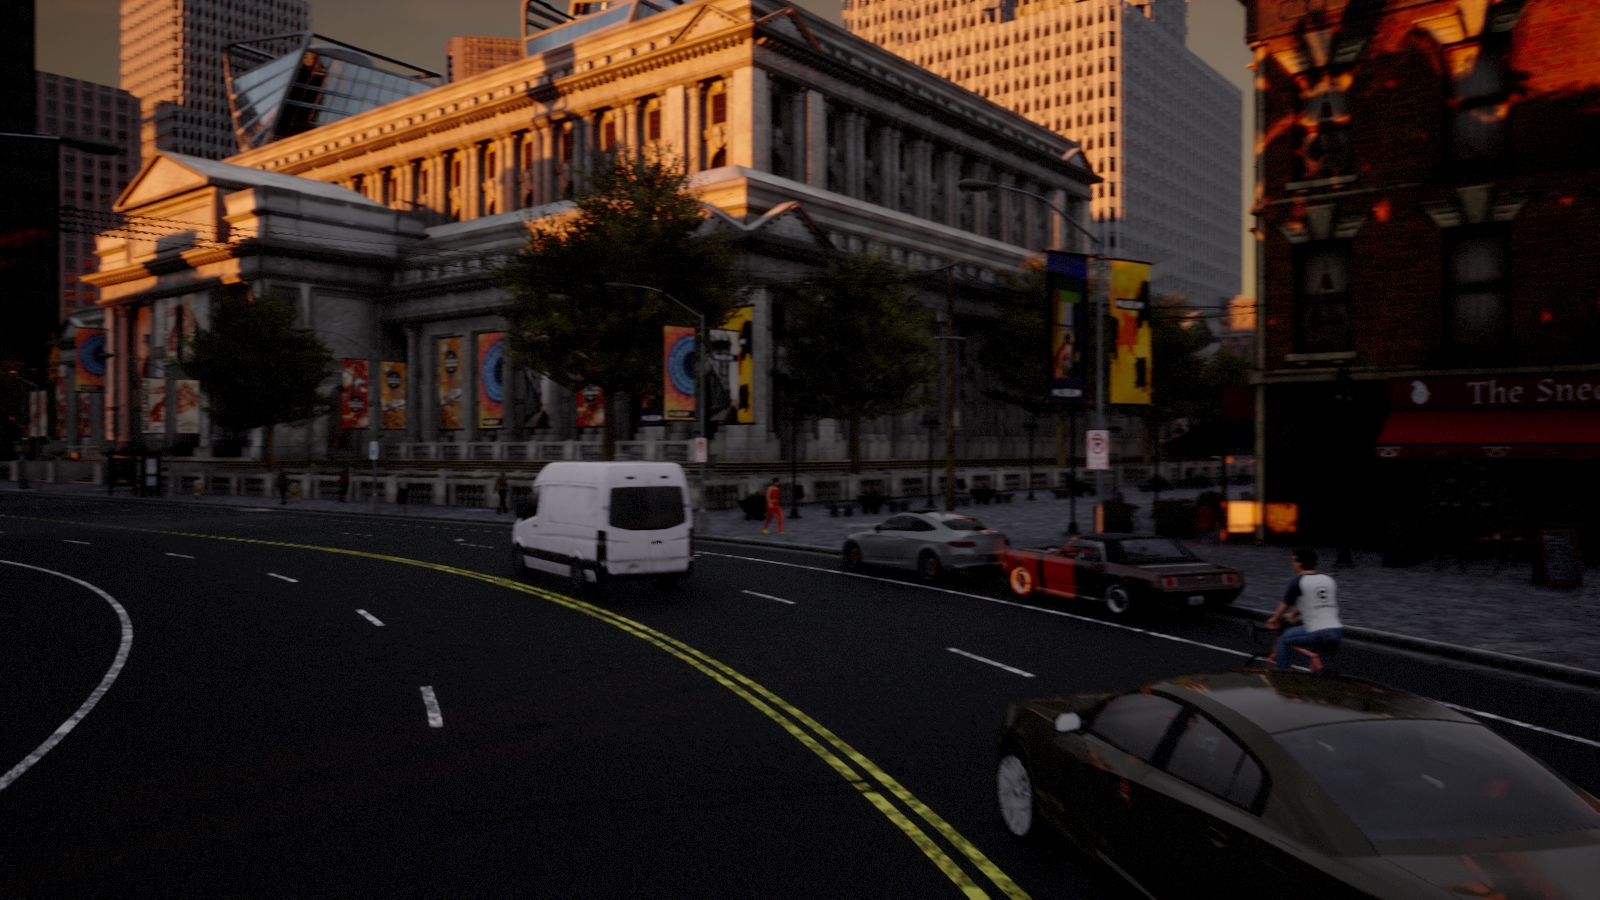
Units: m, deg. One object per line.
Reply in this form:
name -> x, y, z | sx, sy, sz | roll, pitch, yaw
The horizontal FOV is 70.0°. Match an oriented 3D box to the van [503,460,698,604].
van -> -4.345, 1.524, 23.880 | 1.988, 2.561, 5.915 | 0, 0, -31

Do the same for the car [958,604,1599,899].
car -> 2.703, 2.025, 6.652 | 2.097, 1.535, 5.006 | 0, 0, -10

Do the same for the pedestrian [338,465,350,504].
pedestrian -> -22.379, 1.691, 56.077 | 0.375, 1.860, 0.375 | 0, 0, 32

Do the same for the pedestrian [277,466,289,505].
pedestrian -> -24.688, 1.696, 54.584 | 0.375, 1.860, 0.375 | 0, 0, 29

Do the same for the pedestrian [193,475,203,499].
pedestrian -> -32.607, 1.984, 61.881 | 0.375, 1.300, 0.375 | 0, 0, -41

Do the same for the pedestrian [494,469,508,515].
pedestrian -> -12.016, 1.684, 45.933 | 0.375, 1.860, 0.375 | 0, 0, 43

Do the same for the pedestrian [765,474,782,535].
pedestrian -> -0.816, 1.675, 35.311 | 0.375, 1.860, 0.375 | 0, 0, -44

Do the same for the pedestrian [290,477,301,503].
pedestrian -> -25.062, 1.975, 56.723 | 0.375, 1.300, 0.375 | 0, 0, 40
